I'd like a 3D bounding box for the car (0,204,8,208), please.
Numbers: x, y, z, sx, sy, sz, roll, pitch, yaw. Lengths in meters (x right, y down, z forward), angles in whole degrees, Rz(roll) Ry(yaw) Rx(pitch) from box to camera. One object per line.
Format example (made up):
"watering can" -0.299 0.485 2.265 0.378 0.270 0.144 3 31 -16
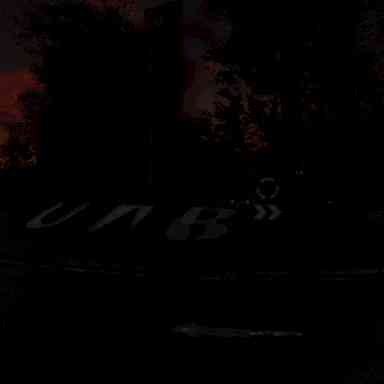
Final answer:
"car" -34.392 2.416 61.194 4.674 1.452 2.002 -4 -4 34

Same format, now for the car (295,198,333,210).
"car" 14.635 1.408 40.705 4.902 1.511 2.128 1 0 43
